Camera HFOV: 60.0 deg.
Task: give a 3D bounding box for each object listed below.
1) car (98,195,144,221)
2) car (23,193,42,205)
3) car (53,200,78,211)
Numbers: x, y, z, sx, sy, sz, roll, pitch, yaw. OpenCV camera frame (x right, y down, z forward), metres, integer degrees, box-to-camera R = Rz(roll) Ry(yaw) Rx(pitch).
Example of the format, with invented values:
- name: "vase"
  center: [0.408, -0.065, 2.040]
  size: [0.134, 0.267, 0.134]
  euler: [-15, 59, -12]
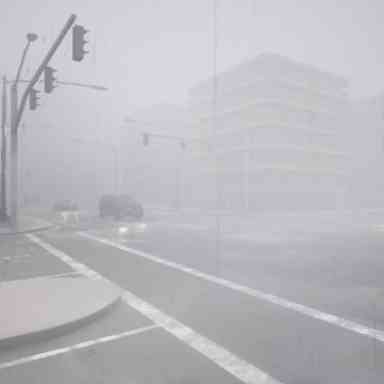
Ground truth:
- name: "car"
  center: [-6.212, 1.275, 28.632]
  size: [2.150, 2.045, 5.566]
  euler: [0, 0, -36]
- name: "car"
  center: [-28.173, 1.261, 58.651]
  size: [2.150, 2.045, 5.566]
  euler: [0, 0, -36]
- name: "car"
  center: [-15.823, 1.656, 41.713]
  size: [1.895, 1.301, 4.718]
  euler: [0, 0, -36]
